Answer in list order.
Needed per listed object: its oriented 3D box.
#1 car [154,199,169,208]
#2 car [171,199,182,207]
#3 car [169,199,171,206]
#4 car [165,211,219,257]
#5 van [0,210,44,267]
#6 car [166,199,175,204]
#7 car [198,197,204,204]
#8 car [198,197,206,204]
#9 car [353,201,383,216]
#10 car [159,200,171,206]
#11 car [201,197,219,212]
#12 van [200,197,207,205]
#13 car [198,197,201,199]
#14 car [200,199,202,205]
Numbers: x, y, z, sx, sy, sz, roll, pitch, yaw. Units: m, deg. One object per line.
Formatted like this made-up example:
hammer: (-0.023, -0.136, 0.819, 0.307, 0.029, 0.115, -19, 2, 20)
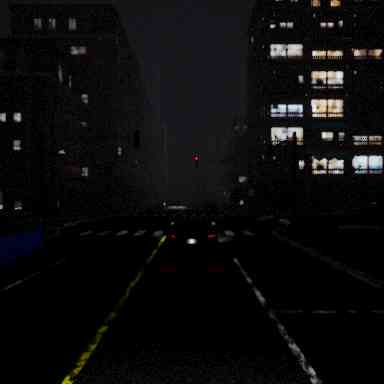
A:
car: (-5.627, 2.155, 58.501, 2.008, 1.369, 4.403, 0, -1, 0)
car: (-2.930, 2.296, 67.480, 1.895, 1.301, 4.718, 0, -1, 0)
car: (-5.620, 2.244, 64.035, 1.802, 1.307, 4.206, 0, -1, 0)
car: (0.037, 1.704, 13.570, 1.994, 1.385, 4.181, 0, 0, 1)
van: (-5.789, 1.439, 9.541, 1.690, 1.788, 3.998, 0, -1, 0)
car: (-5.597, 2.443, 86.171, 1.887, 1.381, 4.507, 0, -1, 0)
car: (2.766, 2.302, 69.560, 1.802, 1.307, 4.206, 0, -1, 0)
car: (2.790, 2.274, 91.698, 2.192, 1.841, 5.009, 0, -1, 0)
car: (18.293, 1.599, 32.964, 4.313, 1.339, 1.947, -1, 0, 0)
car: (-5.615, 2.286, 69.570, 1.947, 1.339, 4.313, 0, -1, 0)
car: (2.743, 1.928, 47.425, 1.967, 1.590, 4.097, 0, -1, 0)
van: (2.778, 2.180, 80.630, 1.690, 1.788, 3.998, 0, -1, 0)
car: (2.772, 2.361, 75.093, 1.802, 1.307, 4.206, 0, -1, 0)
car: (2.748, 2.097, 52.958, 2.008, 1.369, 4.403, 0, -1, 0)
